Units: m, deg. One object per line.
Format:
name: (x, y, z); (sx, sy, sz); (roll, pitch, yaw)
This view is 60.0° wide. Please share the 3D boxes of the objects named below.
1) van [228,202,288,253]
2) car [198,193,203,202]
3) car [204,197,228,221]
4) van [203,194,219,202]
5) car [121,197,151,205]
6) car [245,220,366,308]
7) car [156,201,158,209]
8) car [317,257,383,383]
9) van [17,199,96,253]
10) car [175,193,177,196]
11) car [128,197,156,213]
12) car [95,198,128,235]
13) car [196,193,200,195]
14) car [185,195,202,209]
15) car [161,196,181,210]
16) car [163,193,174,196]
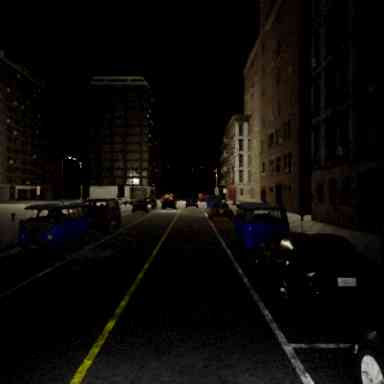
van: (2.631, 1.336, 13.402); (1.690, 1.788, 3.998); (0, 0, 0)
car: (2.607, 1.506, 68.682); (1.887, 1.381, 4.507); (0, 0, 0)
car: (2.212, 1.446, 27.390); (1.801, 1.575, 5.366); (0, 0, 0)
van: (2.619, 1.322, 41.802); (1.690, 1.788, 3.998); (0, 0, 0)
car: (-9.472, 1.529, 56.781); (4.718, 1.301, 1.895); (0, 0, 8)
car: (2.633, 1.563, 7.722); (1.947, 1.339, 4.313); (0, 0, 0)
car: (-5.406, 1.421, 41.799); (1.967, 1.590, 4.097); (0, 0, 0)
car: (2.636, 1.550, 2.042); (2.008, 1.369, 4.403); (0, 0, 0)
van: (-5.394, 1.336, 13.398); (1.690, 1.788, 3.998); (0, 0, 0)
car: (-5.422, 1.268, 79.497); (2.192, 1.841, 5.009); (0, 0, 0)
car: (-5.404, 1.535, 36.119); (2.008, 1.369, 4.403); (0, 0, 0)
car: (-5.397, 1.308, 19.079); (2.192, 1.841, 5.009); (0, 0, 0)
car: (2.605, 1.273, 74.091); (2.192, 1.841, 5.009); (0, 0, 0)
car: (-0.021, 1.525, 45.473); (2.033, 1.411, 5.357); (0, 0, 0)
car: (-2.817, 1.528, 42.390); (2.033, 1.411, 5.357); (0, 0, 1)
car: (-5.418, 1.402, 68.679); (1.967, 1.590, 4.097); (0, 0, 0)
